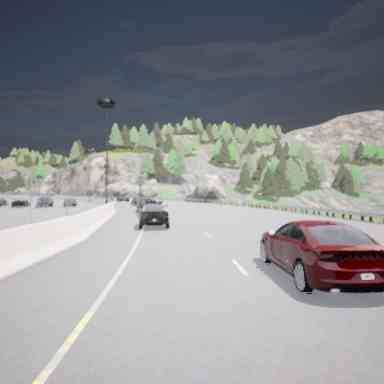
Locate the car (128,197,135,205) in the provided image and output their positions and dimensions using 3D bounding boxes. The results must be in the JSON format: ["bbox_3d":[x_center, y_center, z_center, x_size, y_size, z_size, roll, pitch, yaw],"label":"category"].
[{"bbox_3d":[-9.068,1.582,56.206,2.033,1.411,5.357,0,0,-18],"label":"car"}]

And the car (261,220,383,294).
[{"bbox_3d":[3.250,1.475,8.871,1.882,1.535,5.008,0,0,-3],"label":"car"}]

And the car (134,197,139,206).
[{"bbox_3d":[-5.253,1.527,37.921,1.837,1.490,4.892,0,0,-12],"label":"car"}]

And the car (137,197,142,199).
[{"bbox_3d":[-4.046,1.523,31.901,1.837,1.490,4.892,0,0,-10],"label":"car"}]

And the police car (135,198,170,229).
[{"bbox_3d":[-2.496,1.437,21.898,1.930,1.638,5.238,0,0,-7],"label":"police car"}]

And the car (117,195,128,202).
[{"bbox_3d":[-14.886,1.417,71.963,1.994,1.385,4.181,0,0,-25],"label":"car"}]
